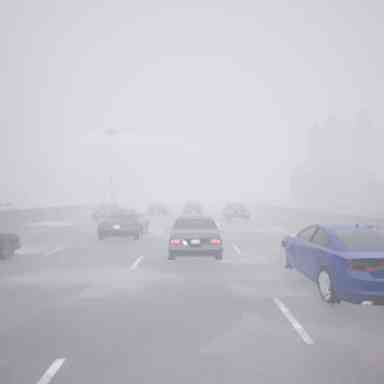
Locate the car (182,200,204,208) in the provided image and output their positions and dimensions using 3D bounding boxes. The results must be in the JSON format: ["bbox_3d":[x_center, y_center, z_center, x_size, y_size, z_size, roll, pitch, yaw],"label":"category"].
[{"bbox_3d":[0.116,1.601,32.732,1.837,1.490,4.892,0,-1,0],"label":"car"}]

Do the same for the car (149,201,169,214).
[{"bbox_3d":[-3.383,1.632,33.694,1.812,1.442,4.674,0,-1,0],"label":"car"}]

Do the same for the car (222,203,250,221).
[{"bbox_3d":[3.614,1.603,27.841,2.033,1.411,5.357,0,0,0],"label":"car"}]

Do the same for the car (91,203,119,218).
[{"bbox_3d":[-6.886,1.602,27.834,2.033,1.411,5.357,0,0,0],"label":"car"}]

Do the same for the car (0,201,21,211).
[{"bbox_3d":[-17.580,1.603,30.672,1.812,1.442,4.674,0,0,0],"label":"car"}]

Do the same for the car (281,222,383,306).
[{"bbox_3d":[3.604,1.462,8.100,1.882,1.535,5.008,0,0,0],"label":"car"}]

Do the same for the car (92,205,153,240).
[{"bbox_3d":[-3.392,1.561,17.024,1.994,1.385,4.181,0,0,0],"label":"car"}]

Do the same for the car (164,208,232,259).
[{"bbox_3d":[0.106,1.534,12.444,2.033,1.411,5.357,0,0,0],"label":"car"}]

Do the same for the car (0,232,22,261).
[{"bbox_3d":[-6.895,1.531,9.233,2.033,1.411,5.357,0,0,0],"label":"car"}]
